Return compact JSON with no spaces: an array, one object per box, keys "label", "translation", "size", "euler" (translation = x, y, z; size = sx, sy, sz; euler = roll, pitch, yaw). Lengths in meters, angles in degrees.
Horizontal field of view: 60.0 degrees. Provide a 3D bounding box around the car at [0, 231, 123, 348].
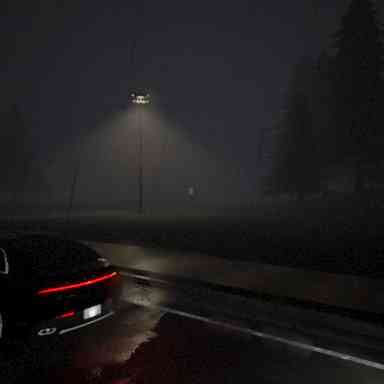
[{"label":"car","translation":[-3.441,1.508,6.325],"size":[4.892,1.490,1.837],"euler":[0,0,35]}]
